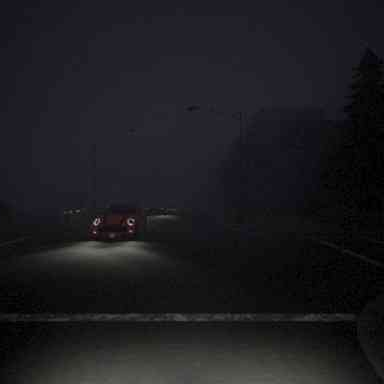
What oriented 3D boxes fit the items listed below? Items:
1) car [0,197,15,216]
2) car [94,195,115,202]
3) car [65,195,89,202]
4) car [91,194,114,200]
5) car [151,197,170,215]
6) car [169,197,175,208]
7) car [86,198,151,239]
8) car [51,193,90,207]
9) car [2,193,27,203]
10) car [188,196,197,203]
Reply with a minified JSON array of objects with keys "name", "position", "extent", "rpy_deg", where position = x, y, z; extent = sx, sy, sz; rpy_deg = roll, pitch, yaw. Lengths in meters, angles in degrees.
[{"name":"car","position":[-17.366,1.397,27.906],"extent":[3.633,1.501,1.845],"rpy_deg":[0,0,0]},{"name":"car","position":[-17.940,1.268,68.607],"extent":[3.806,1.475,1.970],"rpy_deg":[0,0,0]},{"name":"car","position":[-24.987,1.334,72.274],"extent":[4.514,1.523,2.007],"rpy_deg":[0,0,0]},{"name":"car","position":[-17.621,1.187,62.190],"extent":[5.027,1.636,2.152],"rpy_deg":[0,0,0]},{"name":"car","position":[-3.567,1.535,33.782],"extent":[1.812,1.442,4.674],"rpy_deg":[0,0,0]},{"name":"car","position":[-3.545,1.492,47.878],"extent":[1.882,1.535,5.008],"rpy_deg":[0,0,0]},{"name":"car","position":[-3.588,1.366,17.182],"extent":[2.097,1.767,4.553],"rpy_deg":[0,0,0]},{"name":"car","position":[-17.218,1.126,46.490],"extent":[4.605,1.855,1.932],"rpy_deg":[0,0,0]},{"name":"car","position":[-35.002,1.132,65.339],"extent":[4.605,1.855,1.932],"rpy_deg":[0,0,0]},{"name":"car","position":[0.154,1.512,68.845],"extent":[2.128,1.511,4.902],"rpy_deg":[0,0,0]}]
